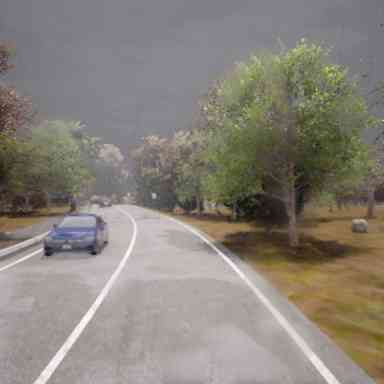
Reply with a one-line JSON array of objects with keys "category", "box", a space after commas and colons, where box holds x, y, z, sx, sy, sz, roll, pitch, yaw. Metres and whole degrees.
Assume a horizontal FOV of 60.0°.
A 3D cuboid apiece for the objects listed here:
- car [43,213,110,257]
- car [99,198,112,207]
[{"category": "car", "box": [-4.476, 1.601, 13.510, 1.812, 1.442, 4.674, 0, 0, -7]}, {"category": "car", "box": [-14.105, 1.718, 54.454, 2.128, 1.511, 4.902, 1, -1, -16]}]
